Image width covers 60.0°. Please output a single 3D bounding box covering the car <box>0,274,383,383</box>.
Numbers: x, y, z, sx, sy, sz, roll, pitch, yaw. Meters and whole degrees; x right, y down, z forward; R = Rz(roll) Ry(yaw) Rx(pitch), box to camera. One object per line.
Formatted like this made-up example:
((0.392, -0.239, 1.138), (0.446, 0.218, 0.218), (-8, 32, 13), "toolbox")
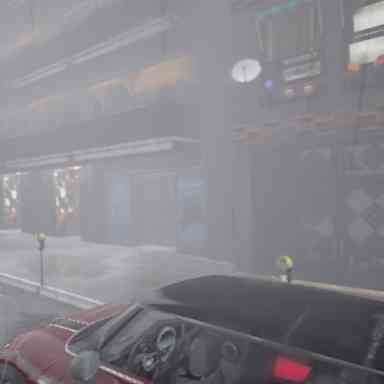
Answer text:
((0.096, 1.439, 2.688), (4.097, 1.590, 1.967), (0, -1, 36), "car")
